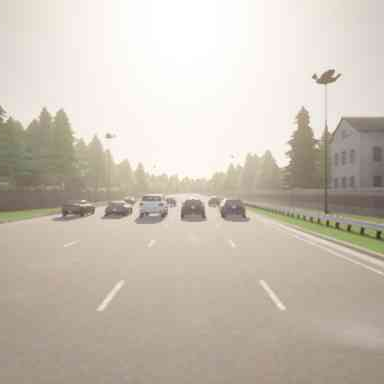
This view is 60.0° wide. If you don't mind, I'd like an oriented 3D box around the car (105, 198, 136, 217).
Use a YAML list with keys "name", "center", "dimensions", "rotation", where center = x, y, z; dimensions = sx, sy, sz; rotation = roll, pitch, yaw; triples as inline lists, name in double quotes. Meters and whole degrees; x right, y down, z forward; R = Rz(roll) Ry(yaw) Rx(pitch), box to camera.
- name: "car"
  center: [-6.911, 1.550, 31.788]
  dimensions: [1.994, 1.385, 4.181]
  rotation: [0, 0, 0]

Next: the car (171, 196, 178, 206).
- name: "car"
  center: [-3.438, 1.482, 54.048]
  dimensions: [1.837, 1.490, 4.892]
  rotation: [0, 0, 0]

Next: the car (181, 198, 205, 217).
- name: "car"
  center: [0.091, 1.339, 30.617]
  dimensions: [2.097, 1.767, 4.553]
  rotation: [0, 0, 0]

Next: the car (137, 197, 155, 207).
- name: "car"
  center: [-6.957, 1.525, 50.773]
  dimensions: [2.033, 1.411, 5.357]
  rotation: [0, 0, 0]

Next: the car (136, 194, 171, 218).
- name: "car"
  center: [-3.410, 1.208, 30.409]
  dimensions: [2.150, 2.045, 5.566]
  rotation: [0, 0, 0]

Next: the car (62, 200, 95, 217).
- name: "car"
  center: [-10.409, 1.477, 30.827]
  dimensions: [2.128, 1.511, 4.902]
  rotation: [0, 0, 0]

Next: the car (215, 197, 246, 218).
- name: "car"
  center: [3.592, 1.339, 30.603]
  dimensions: [2.097, 1.767, 4.553]
  rotation: [0, 0, 0]

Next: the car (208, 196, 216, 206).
- name: "car"
  center: [3.563, 1.482, 54.449]
  dimensions: [1.837, 1.490, 4.892]
  rotation: [0, 0, 0]

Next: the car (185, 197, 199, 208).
- name: "car"
  center: [0.039, 1.526, 49.867]
  dimensions: [2.033, 1.411, 5.357]
  rotation: [0, 0, 0]
